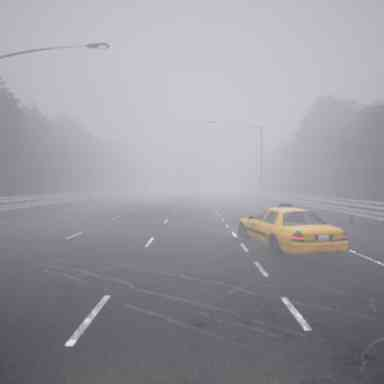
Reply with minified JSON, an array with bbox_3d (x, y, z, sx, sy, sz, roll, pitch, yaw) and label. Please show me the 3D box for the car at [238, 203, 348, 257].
[{"bbox_3d":[3.124,1.172,11.632,1.801,1.575,5.366,-1,2,-11],"label":"car"}]
